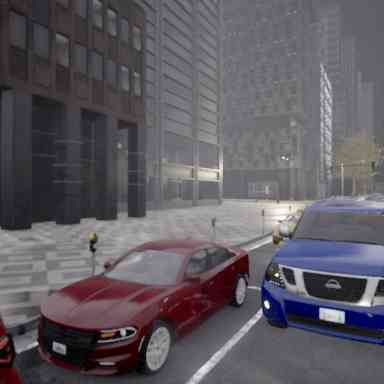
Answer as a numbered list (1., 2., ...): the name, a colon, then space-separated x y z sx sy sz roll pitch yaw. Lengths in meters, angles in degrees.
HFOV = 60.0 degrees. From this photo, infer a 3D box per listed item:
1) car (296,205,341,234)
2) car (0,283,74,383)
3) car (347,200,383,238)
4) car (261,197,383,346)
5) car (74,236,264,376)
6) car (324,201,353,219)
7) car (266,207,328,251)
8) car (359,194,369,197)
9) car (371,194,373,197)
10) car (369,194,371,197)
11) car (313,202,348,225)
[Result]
1. car: 7.763 1.550 20.187 1.887 1.381 4.507 0 0 30
2. car: -3.134 1.314 0.958 2.192 1.841 5.009 0 0 30
3. car: 9.924 1.358 18.372 2.097 1.767 4.553 0 0 30
4. car: 3.160 1.223 6.640 2.150 2.045 5.566 0 0 30
5. car: -0.411 1.545 5.766 1.887 1.381 4.507 0 0 30
6. car: 13.212 1.553 29.801 1.887 1.381 4.507 0 0 30
7. car: 4.955 1.529 15.232 1.752 1.417 4.829 0 0 30
8. car: 31.927 1.564 62.784 1.752 1.417 4.829 0 0 30
9. car: 39.845 1.373 76.733 2.192 1.841 5.009 0 0 30
10. car: 37.235 1.596 72.133 1.887 1.381 4.507 0 0 30
11. car: 10.487 1.551 24.994 1.887 1.381 4.507 0 0 30
